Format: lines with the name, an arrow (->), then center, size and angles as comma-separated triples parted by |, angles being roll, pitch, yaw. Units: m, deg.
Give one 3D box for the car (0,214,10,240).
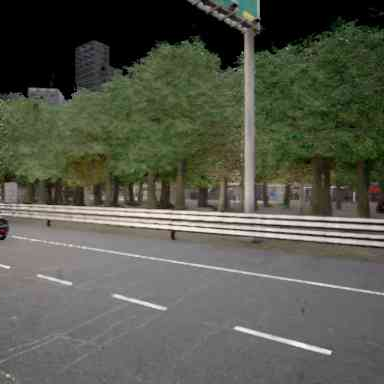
car -> -10.439, 1.510, 15.617 | 4.892, 1.490, 1.837 | 0, 0, 35
